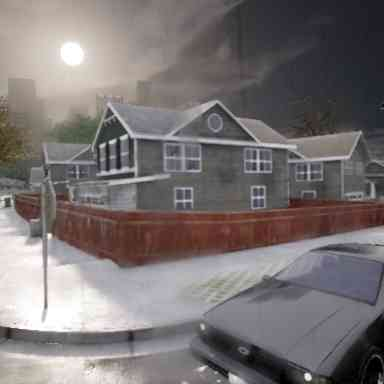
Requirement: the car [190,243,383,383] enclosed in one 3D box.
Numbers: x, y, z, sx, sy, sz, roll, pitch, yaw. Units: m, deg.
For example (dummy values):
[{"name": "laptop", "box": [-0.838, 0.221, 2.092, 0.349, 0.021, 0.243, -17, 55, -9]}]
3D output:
[{"name": "car", "box": [2.542, 1.549, 5.059, 5.357, 1.411, 2.033, 0, 0, -39]}]
